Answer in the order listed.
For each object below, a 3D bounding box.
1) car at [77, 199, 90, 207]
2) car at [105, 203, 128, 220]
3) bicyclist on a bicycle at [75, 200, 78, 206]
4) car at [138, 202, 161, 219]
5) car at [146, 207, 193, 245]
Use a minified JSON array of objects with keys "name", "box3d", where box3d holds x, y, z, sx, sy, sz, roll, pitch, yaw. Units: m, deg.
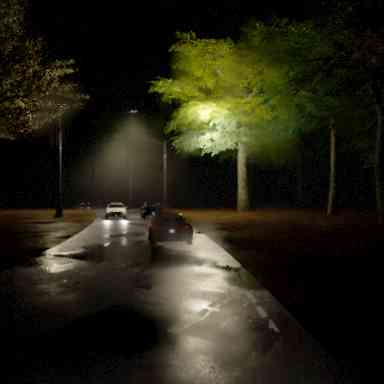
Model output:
[{"name":"car","box3d":[-22.457,2.320,68.945,1.837,1.490,4.892,0,-1,-29]},{"name":"car","box3d":[-6.946,1.724,30.489,1.812,1.442,4.674,0,-1,-13]},{"name":"bicyclist on a bicycle","box3d":[-29.796,2.739,86.174,0.866,1.612,1.509,0,-2,-39]},{"name":"car","box3d":[-3.957,1.708,31.781,1.837,1.490,4.892,0,-1,-14]},{"name":"car","box3d":[-1.096,1.654,16.157,1.994,1.385,4.181,0,0,-7]}]
